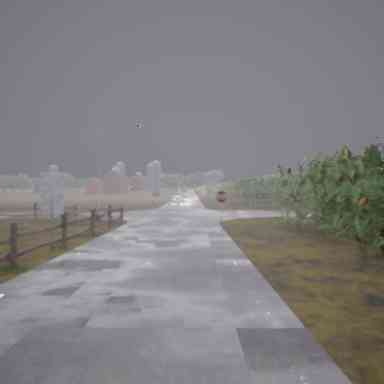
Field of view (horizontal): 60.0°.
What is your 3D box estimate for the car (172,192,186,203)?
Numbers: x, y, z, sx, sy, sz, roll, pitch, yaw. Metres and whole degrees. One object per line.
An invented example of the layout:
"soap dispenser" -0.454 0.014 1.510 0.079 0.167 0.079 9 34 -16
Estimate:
"car" -2.744 1.116 66.440 2.150 2.045 5.566 0 1 0
